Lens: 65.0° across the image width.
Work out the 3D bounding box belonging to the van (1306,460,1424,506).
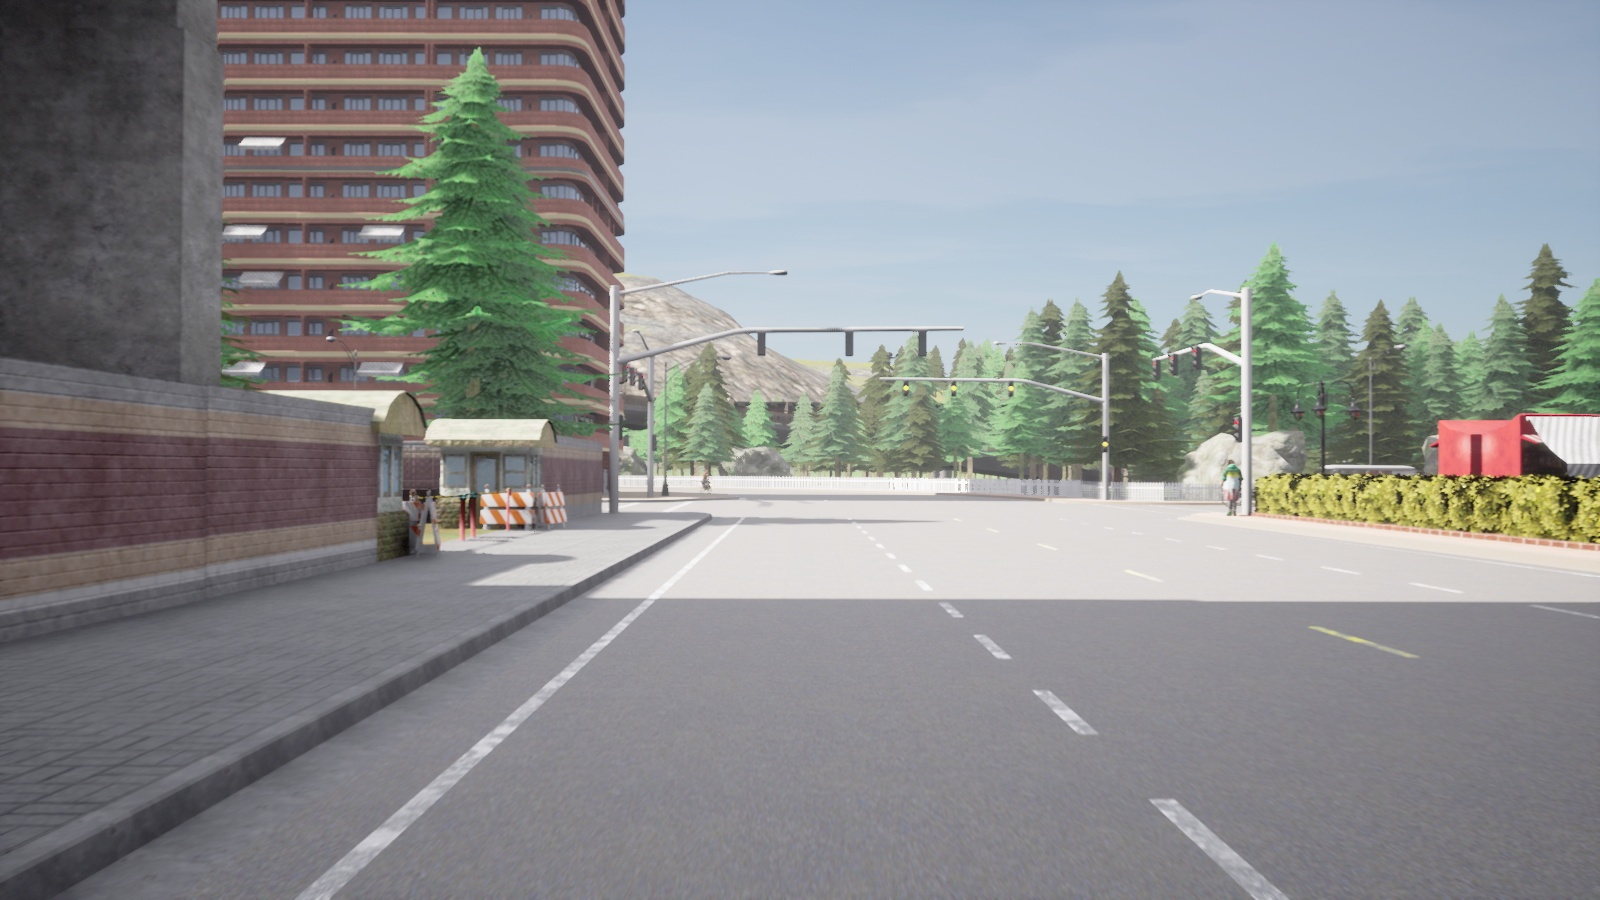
[{"bbox_3d":[25.219,1.461,56.112,4.442,1.987,1.775,0,-1,0],"label":"van"}]

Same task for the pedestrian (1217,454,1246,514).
[{"bbox_3d":[14.106,1.099,41.035,0.659,1.952,0.873,0,-1,2],"label":"pedestrian"}]
